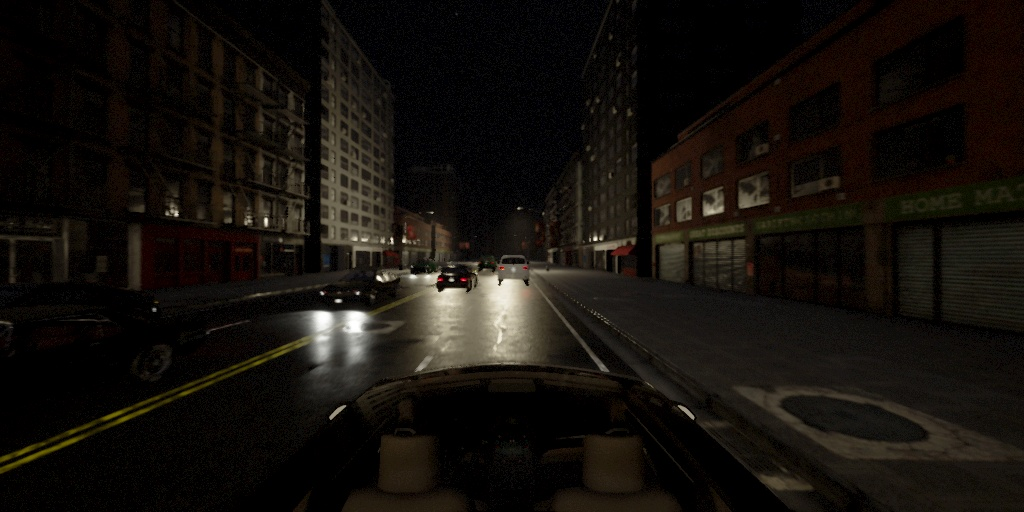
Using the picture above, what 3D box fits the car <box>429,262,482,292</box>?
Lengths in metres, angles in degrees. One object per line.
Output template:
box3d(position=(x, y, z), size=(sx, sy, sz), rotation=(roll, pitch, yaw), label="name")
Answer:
box3d(position=(-3.152, 1.302, 21.237), size=(2.033, 1.411, 5.357), rotation=(0, 0, 0), label="car")

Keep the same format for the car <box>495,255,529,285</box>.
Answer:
box3d(position=(0.099, 0.976, 26.476), size=(2.150, 2.045, 5.566), rotation=(0, 0, 0), label="car")

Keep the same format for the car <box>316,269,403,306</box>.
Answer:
box3d(position=(-6.500, 1.301, 16.084), size=(2.033, 1.411, 5.357), rotation=(0, 0, 0), label="car")

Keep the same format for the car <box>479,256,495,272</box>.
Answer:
box3d(position=(-3.150, 0.982, 46.496), size=(2.150, 2.045, 5.566), rotation=(0, 0, 0), label="car")

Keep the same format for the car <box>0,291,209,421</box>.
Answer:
box3d(position=(-6.513, 1.352, 4.319), size=(1.895, 1.301, 4.718), rotation=(0, 0, 0), label="car")

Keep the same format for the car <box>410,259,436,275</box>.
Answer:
box3d(position=(-9.804, 1.111, 40.014), size=(2.097, 1.767, 4.553), rotation=(0, 0, 0), label="car")

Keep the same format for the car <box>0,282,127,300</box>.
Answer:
box3d(position=(-9.752, 1.278, 7.134), size=(1.812, 1.442, 4.674), rotation=(0, 0, 0), label="car")

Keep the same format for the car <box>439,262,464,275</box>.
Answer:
box3d(position=(-6.559, 1.324, 39.372), size=(1.994, 1.385, 4.181), rotation=(0, 0, 0), label="car")
